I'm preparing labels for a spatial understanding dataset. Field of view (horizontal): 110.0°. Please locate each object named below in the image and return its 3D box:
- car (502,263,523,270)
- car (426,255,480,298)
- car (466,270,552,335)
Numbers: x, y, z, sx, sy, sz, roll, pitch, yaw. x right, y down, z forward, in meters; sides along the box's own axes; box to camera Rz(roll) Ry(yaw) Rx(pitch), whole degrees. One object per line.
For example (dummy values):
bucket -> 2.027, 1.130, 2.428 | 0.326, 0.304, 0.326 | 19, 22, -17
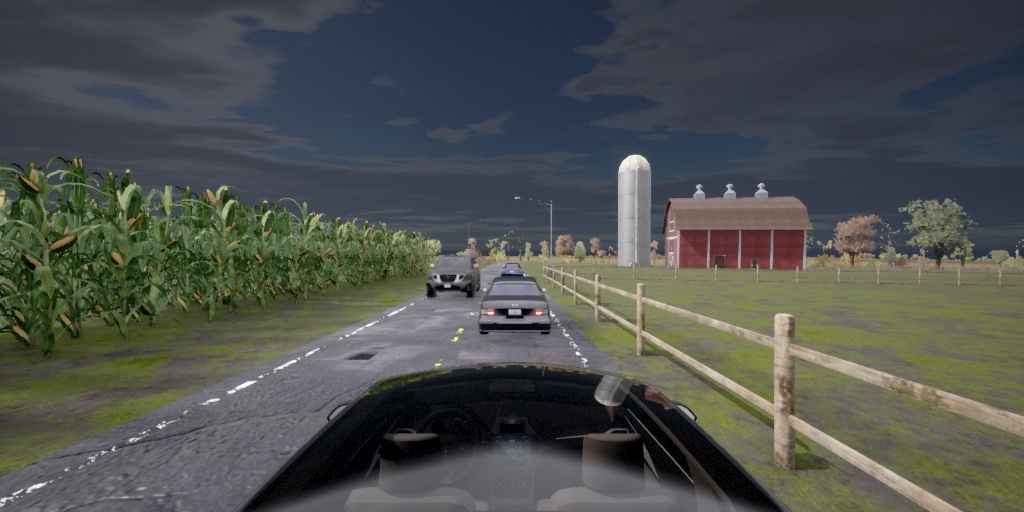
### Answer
car -> 0.043, 1.319, 32.732 | 1.994, 1.385, 4.181 | 0, 0, 0
car -> -2.861, 0.972, 18.640 | 2.150, 2.045, 5.566 | 0, 0, 0
car -> 0.074, 1.297, 10.506 | 2.033, 1.411, 5.357 | 0, 0, 0
